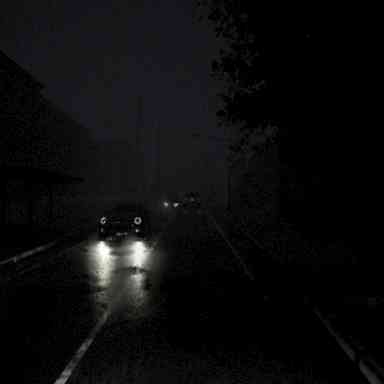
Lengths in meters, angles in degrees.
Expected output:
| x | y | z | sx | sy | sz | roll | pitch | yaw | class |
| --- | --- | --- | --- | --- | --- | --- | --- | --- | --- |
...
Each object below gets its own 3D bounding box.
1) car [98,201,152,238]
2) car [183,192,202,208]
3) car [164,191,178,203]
| x | y | z | sx | sy | sz | roll | pitch | yaw | class |
| --- | --- | --- | --- | --- | --- | --- | --- | --- | --- |
| -3.295 | 1.293 | 17.164 | 2.097 | 1.767 | 4.553 | 0 | 0 | 0 | car |
| 0.066 | 0.955 | 42.958 | 2.150 | 2.045 | 5.566 | 0 | 0 | 1 | car |
| -3.551 | 0.865 | 58.063 | 2.150 | 2.045 | 5.566 | 0 | 0 | 0 | car |
